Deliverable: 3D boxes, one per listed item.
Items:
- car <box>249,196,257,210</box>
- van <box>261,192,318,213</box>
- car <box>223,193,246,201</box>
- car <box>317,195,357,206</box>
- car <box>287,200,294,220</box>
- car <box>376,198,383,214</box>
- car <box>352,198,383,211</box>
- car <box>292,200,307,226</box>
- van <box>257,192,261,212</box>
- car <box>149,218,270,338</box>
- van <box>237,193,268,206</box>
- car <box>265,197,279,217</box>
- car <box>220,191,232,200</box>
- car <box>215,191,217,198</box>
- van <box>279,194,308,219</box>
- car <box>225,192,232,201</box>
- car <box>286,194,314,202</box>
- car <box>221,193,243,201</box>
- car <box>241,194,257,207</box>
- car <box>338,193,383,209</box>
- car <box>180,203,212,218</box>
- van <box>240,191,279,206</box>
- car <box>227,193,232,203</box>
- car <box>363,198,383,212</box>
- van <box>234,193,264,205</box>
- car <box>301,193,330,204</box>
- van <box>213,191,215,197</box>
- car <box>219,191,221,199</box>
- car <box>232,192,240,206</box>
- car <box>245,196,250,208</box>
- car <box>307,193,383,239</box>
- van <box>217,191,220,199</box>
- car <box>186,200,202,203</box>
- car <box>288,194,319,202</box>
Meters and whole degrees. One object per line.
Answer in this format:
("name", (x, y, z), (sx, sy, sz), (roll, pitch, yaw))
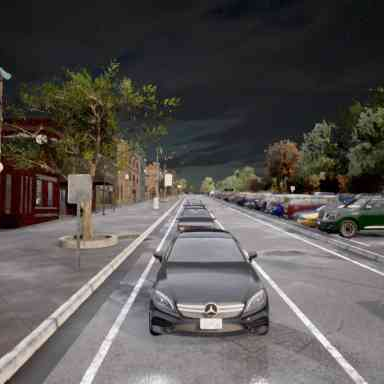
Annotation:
("car", (9.177, 1.470, 36.664), (4.792, 1.488, 2.163), (0, 0, 0))
("van", (9.070, 1.230, 31.057), (4.442, 1.987, 1.878), (0, 0, 0))
("car", (8.885, 1.039, 70.307), (4.553, 1.767, 2.185), (0, 1, 0))
("car", (22.313, 1.332, 51.313), (5.366, 1.575, 1.946), (0, 1, 0))
("car", (9.247, 1.506, 22.645), (4.674, 1.452, 2.002), (0, 0, 0))
("car", (22.426, 1.444, 34.656), (5.366, 1.575, 1.946), (0, 0, 0))
("car", (22.232, 1.452, 40.210), (4.792, 1.488, 2.163), (0, 0, 0))
("car", (9.079, 1.466, 19.841), (5.366, 1.575, 1.946), (0, 0, 0))
("van", (9.284, 1.222, 33.861), (4.442, 1.987, 1.878), (0, 0, 0))
("car", (0.254, 1.524, 6.834), (1.812, 1.442, 4.674), (0, 0, 0))
("van", (9.168, 1.114, 50.685), (4.442, 1.987, 1.878), (0, 1, 0))
("car", (9.201, 1.460, 28.251), (5.008, 1.535, 2.097), (0, 0, 0))
("car", (8.926, 0.963, 64.700), (5.566, 2.045, 2.435), (0, 1, 0))
("car", (8.833, 1.065, 81.520), (5.008, 1.535, 2.097), (0, 1, 0))
("van", (9.342, 1.237, 25.449), (4.442, 1.987, 1.878), (0, 0, 0))
("car", (8.971, 1.280, 61.899), (4.674, 1.452, 2.002), (0, 1, 0))
("car", (22.018, 1.188, 67.967), (4.892, 1.521, 2.231), (0, 1, 0))
("car", (8.865, 1.014, 73.110), (4.553, 1.767, 2.185), (0, 1, 0))
("car", (9.116, 1.409, 42.274), (4.892, 1.521, 2.231), (0, 0, 0))
("car", (22.156, 1.153, 42.983), (5.566, 2.045, 2.435), (0, 0, 0))
("car", (0.197, 1.532, 17.413), (2.033, 1.411, 5.357), (0, 0, 0))
("van", (9.207, 1.163, 45.081), (4.442, 1.987, 1.878), (0, 0, 0))
("car", (9.006, 1.290, 56.293), (4.892, 1.521, 2.231), (0, 1, 0))
("car", (22.193, 1.469, 37.427), (4.792, 1.488, 2.163), (0, 0, 0))
("van", (9.149, 1.089, 53.488), (4.442, 1.987, 1.878), (0, 1, 0))
("car", (22.100, 1.136, 59.640), (4.553, 1.767, 2.185), (0, 1, 0))
("van", (8.664, 0.764, 89.927), (4.442, 1.987, 1.878), (0, 1, 0))
("car", (8.907, 0.938, 67.503), (5.566, 2.045, 2.435), (0, 1, 0))
("car", (9.043, 1.113, 47.880), (5.566, 2.045, 2.435), (0, 1, 0))
("car", (9.126, 1.466, 39.471), (4.674, 1.452, 2.002), (0, 0, 0))
("car", (9.255, 1.221, 17.038), (5.566, 2.045, 2.435), (0, 0, 0))
("van", (8.741, 0.864, 78.715), (4.442, 1.987, 1.878), (0, 1, 0))
("car", (0.226, 1.442, 29.861), (2.128, 1.511, 4.902), (0, 0, 0))
("car", (21.846, 1.209, 65.189), (5.366, 1.575, 1.946), (0, 0, 0))
